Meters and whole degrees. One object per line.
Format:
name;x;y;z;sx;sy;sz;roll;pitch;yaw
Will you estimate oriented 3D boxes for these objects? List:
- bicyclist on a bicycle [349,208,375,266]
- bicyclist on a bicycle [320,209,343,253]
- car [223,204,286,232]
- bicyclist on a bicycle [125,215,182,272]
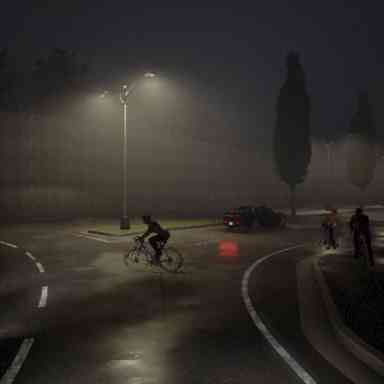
bicyclist on a bicycle;4.968;1.302;9.845;0.582;1.620;1.656;0;0;18
bicyclist on a bicycle;5.289;1.454;12.562;1.656;1.620;0.582;2;-1;-38
car;3.927;1.504;20.368;4.892;1.490;1.837;0;0;-44
bicyclist on a bicycle;-1.099;1.454;9.326;1.656;1.620;0.582;-2;0;7
